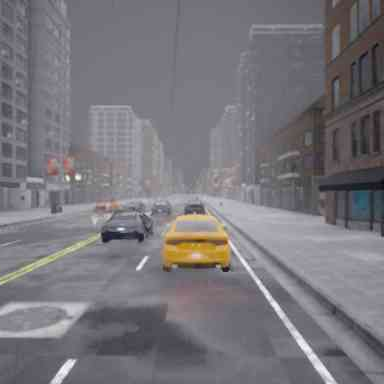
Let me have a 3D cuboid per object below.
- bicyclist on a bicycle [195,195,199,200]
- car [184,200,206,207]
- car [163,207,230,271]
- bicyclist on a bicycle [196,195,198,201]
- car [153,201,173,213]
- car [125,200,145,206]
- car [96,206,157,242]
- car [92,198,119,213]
[{"bbox_3d":[1.289,1.593,82.803,0.866,1.612,1.509,0,0,0],"label":"bicyclist on a bicycle"},{"bbox_3d":[0.250,1.562,31.972,1.837,1.490,4.892,0,0,0],"label":"car"},{"bbox_3d":[0.139,1.496,11.069,1.882,1.535,5.008,0,0,0],"label":"car"},{"bbox_3d":[1.337,1.623,91.805,0.582,1.620,1.656,0,0,0],"label":"bicyclist on a bicycle"},{"bbox_3d":[-2.992,1.583,33.581,1.812,1.442,4.674,0,0,0],"label":"car"},{"bbox_3d":[-6.414,1.627,37.253,1.994,1.385,4.181,0,0,0],"label":"car"},{"bbox_3d":[-3.076,1.591,16.487,1.994,1.385,4.181,0,0,0],"label":"car"},{"bbox_3d":[-9.664,1.415,37.323,2.097,1.767,4.553,0,0,0],"label":"car"}]
